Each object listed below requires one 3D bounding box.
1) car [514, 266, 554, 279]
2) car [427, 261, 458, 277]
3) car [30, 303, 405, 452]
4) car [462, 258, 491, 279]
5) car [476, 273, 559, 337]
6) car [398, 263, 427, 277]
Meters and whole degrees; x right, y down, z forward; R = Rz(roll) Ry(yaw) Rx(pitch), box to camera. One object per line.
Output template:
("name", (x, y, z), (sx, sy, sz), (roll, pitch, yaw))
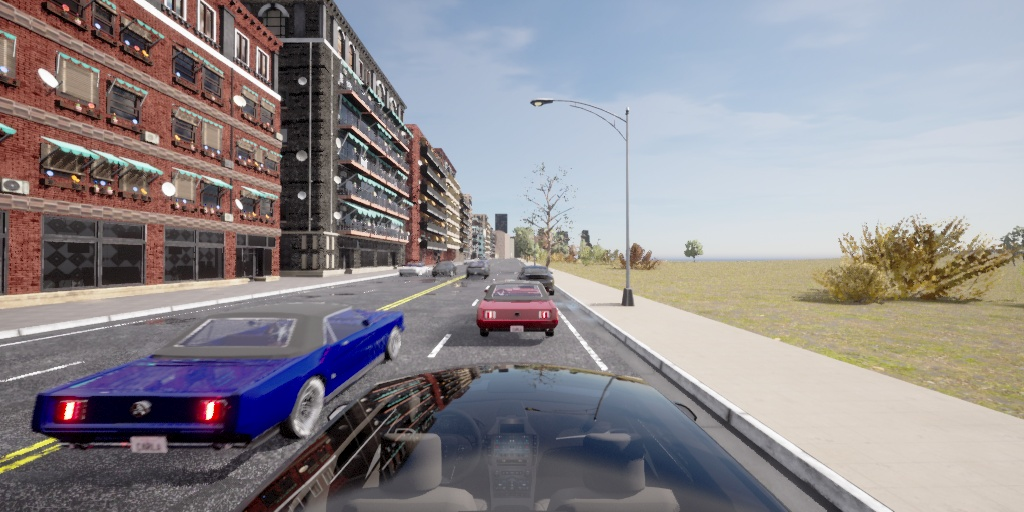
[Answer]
("car", (1.205, 1.257, 19.478), (1.837, 1.490, 4.892), (0, 0, 0))
("car", (-6.473, 1.257, 34.779), (1.837, 1.490, 4.892), (0, 0, 0))
("car", (-3.141, 1.351, 5.336), (1.895, 1.301, 4.718), (0, 0, 0))
("car", (-3.030, 1.245, 32.562), (2.128, 1.511, 4.902), (0, 0, 0))
("car", (0.131, 1.352, 10.277), (1.895, 1.301, 4.718), (0, 0, 0))
("car", (-9.720, 1.353, 35.551), (1.895, 1.301, 4.718), (0, 0, 0))
